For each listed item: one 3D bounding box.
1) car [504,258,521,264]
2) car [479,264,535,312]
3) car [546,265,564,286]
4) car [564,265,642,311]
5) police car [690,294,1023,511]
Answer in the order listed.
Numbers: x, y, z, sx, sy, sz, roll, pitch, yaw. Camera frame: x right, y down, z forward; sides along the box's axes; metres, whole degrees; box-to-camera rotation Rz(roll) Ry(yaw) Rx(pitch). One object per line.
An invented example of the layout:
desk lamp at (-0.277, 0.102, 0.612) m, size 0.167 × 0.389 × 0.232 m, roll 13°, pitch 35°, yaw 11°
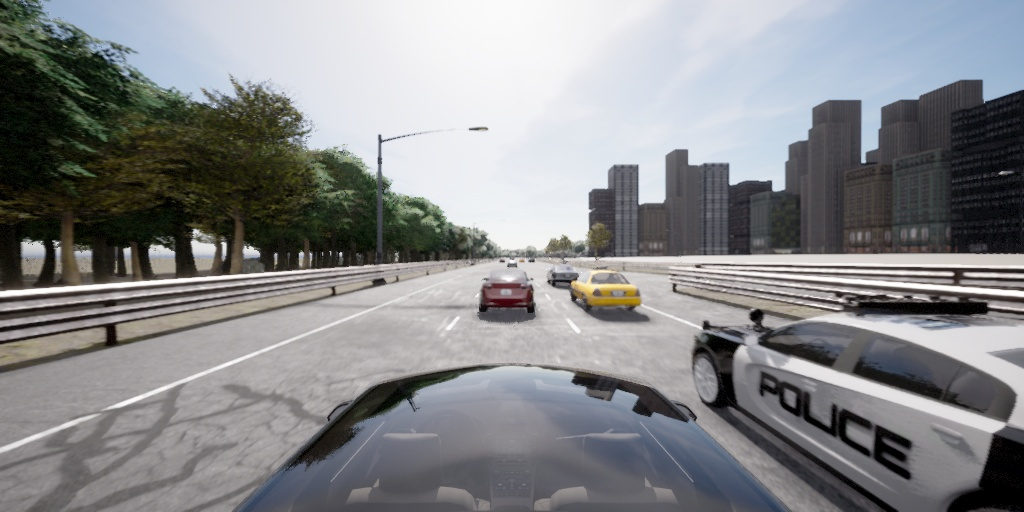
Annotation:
car at (0.075, 1.416, 63.661) m, size 2.033 × 1.411 × 5.357 m, roll 0°, pitch 0°, yaw 0°
car at (-0.160, 1.254, 14.357) m, size 2.163 × 1.488 × 4.792 m, roll 0°, pitch 0°, yaw 1°
car at (3.503, 1.300, 25.193) m, size 2.033 × 1.411 × 5.357 m, roll 0°, pitch 0°, yaw 0°
car at (3.501, 1.207, 14.382) m, size 1.801 × 1.575 × 5.366 m, roll 0°, pitch 0°, yaw 0°
police car at (3.501, 1.176, 3.302) m, size 1.930 × 1.638 × 5.238 m, roll 0°, pitch 0°, yaw 0°
